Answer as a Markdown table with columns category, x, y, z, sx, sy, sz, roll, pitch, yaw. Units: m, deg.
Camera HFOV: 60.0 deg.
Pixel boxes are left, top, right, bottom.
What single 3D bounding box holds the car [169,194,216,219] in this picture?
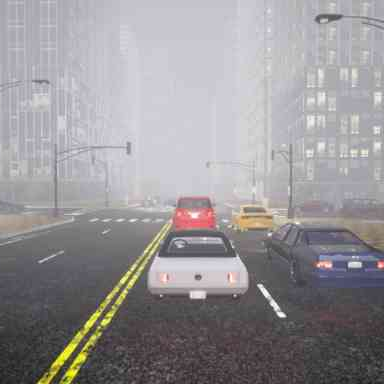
| category | x | y | z | sx | sy | sz | roll | pitch | yaw |
| --- | --- | --- | --- | --- | --- | --- | --- | --- | --- |
| car | 0.117 | 1.211 | 18.088 | 2.150 | 2.045 | 5.566 | 0 | 0 | 0 |

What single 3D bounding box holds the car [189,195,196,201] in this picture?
| category | x | y | z | sx | sy | sz | roll | pitch | yaw |
| --- | --- | --- | --- | --- | --- | --- | --- | --- | --- |
| car | 0.079 | 1.446 | 82.183 | 1.812 | 1.442 | 4.674 | 0 | 0 | 0 |

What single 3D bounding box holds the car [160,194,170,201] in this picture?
| category | x | y | z | sx | sy | sz | roll | pitch | yaw |
| --- | --- | --- | --- | --- | --- | --- | --- | --- | --- |
| car | -6.423 | 1.279 | 80.617 | 2.097 | 1.767 | 4.553 | 0 | 0 | 0 |

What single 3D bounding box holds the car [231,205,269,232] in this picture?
| category | x | y | z | sx | sy | sz | roll | pitch | yaw |
| --- | --- | --- | --- | --- | --- | --- | --- | --- | --- |
| car | 3.372 | 1.467 | 19.175 | 1.882 | 1.535 | 5.008 | 0 | 0 | 1 |

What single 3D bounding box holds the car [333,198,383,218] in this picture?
| category | x | y | z | sx | sy | sz | roll | pitch | yaw |
| --- | --- | --- | --- | --- | --- | --- | --- | --- | --- |
| car | 16.231 | 1.517 | 30.762 | 5.009 | 1.841 | 2.192 | 1 | 0 | 1 |

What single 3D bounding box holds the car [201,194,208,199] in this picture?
| category | x | y | z | sx | sy | sz | roll | pitch | yaw |
| --- | --- | --- | --- | --- | --- | --- | --- | --- | --- |
| car | 3.339 | 1.262 | 91.981 | 1.812 | 1.442 | 4.674 | 0 | 0 | 0 |

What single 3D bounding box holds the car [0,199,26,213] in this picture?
| category | x | y | z | sx | sy | sz | roll | pitch | yaw |
| --- | --- | --- | --- | --- | --- | --- | --- | --- | --- |
| car | -19.360 | 1.406 | 33.970 | 4.181 | 1.385 | 1.994 | 1 | 1 | 1 |

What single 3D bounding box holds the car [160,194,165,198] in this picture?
| category | x | y | z | sx | sy | sz | roll | pitch | yaw |
| --- | --- | --- | --- | --- | --- | --- | --- | --- | --- |
| car | -6.495 | 1.429 | 60.417 | 1.882 | 1.535 | 5.008 | 0 | 0 | -1 |

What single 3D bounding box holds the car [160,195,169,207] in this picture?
| category | x | y | z | sx | sy | sz | roll | pitch | yaw |
| --- | --- | --- | --- | --- | --- | --- | --- | --- | --- |
| car | -3.290 | 1.526 | 51.177 | 1.994 | 1.385 | 4.181 | 0 | 0 | 0 |

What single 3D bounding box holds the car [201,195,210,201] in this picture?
| category | x | y | z | sx | sy | sz | roll | pitch | yaw |
| --- | --- | --- | --- | --- | --- | --- | --- | --- | --- |
| car | 3.330 | 1.454 | 81.564 | 2.033 | 1.411 | 5.357 | 0 | 0 | 0 |

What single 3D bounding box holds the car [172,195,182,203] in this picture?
| category | x | y | z | sx | sy | sz | roll | pitch | yaw |
| --- | --- | --- | --- | --- | --- | --- | --- | --- | --- |
| car | -3.182 | 1.462 | 71.526 | 2.128 | 1.511 | 4.902 | 0 | 0 | 0 |

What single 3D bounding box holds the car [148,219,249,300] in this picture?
| category | x | y | z | sx | sy | sz | roll | pitch | yaw |
| --- | --- | --- | --- | --- | --- | --- | --- | --- | --- |
| car | 0.109 | 1.597 | 8.329 | 1.895 | 1.301 | 4.718 | 0 | 0 | 0 |

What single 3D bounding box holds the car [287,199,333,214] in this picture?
| category | x | y | z | sx | sy | sz | roll | pitch | yaw |
| --- | --- | --- | --- | --- | --- | --- | --- | --- | --- |
| car | 13.035 | 1.556 | 36.713 | 5.008 | 1.535 | 1.882 | 0 | 1 | 3 |

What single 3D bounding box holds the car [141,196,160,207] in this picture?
| category | x | y | z | sx | sy | sz | roll | pitch | yaw |
| --- | --- | --- | --- | --- | --- | --- | --- | --- | --- |
| car | -6.546 | 1.454 | 50.743 | 2.128 | 1.511 | 4.902 | 0 | 0 | 0 |

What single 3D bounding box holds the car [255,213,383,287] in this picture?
| category | x | y | z | sx | sy | sz | roll | pitch | yaw |
| --- | --- | --- | --- | --- | --- | --- | --- | --- | --- |
| car | 3.364 | 1.543 | 9.356 | 2.033 | 1.411 | 5.357 | 0 | 0 | 0 |
